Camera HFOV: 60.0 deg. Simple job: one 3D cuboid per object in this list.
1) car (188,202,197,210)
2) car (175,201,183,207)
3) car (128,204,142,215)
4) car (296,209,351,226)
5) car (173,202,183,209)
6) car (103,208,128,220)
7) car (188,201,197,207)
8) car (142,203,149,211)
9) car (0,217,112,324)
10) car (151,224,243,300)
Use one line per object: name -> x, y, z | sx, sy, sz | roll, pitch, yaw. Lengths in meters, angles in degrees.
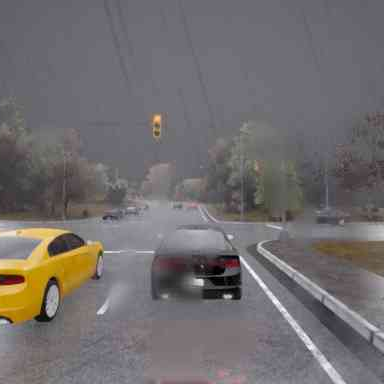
car -> 0.155, 3.051, 76.246 | 2.097, 1.767, 4.553 | 0, 0, 0
car -> -3.445, 3.177, 86.827 | 1.994, 1.385, 4.181 | 0, 0, -3
car -> -10.463, 3.258, 57.898 | 1.812, 1.442, 4.674 | 0, -1, 0
car -> 12.458, 2.442, 31.644 | 4.892, 1.490, 1.837 | 0, -2, 0
car -> -3.346, 3.192, 76.758 | 1.837, 1.490, 4.892 | 0, 0, 0
car -> -10.521, 3.007, 44.835 | 2.033, 1.411, 5.357 | 0, -2, 1
car -> 0.072, 3.172, 86.403 | 2.033, 1.411, 5.357 | 0, 0, -3
car -> -10.357, 3.252, 71.744 | 2.128, 1.511, 4.902 | 0, 0, 0
car -> -3.406, 1.544, 7.373 | 1.882, 1.535, 5.008 | 0, -1, 0
car -> 0.101, 1.567, 8.615 | 1.882, 1.535, 5.008 | 0, -1, 0
